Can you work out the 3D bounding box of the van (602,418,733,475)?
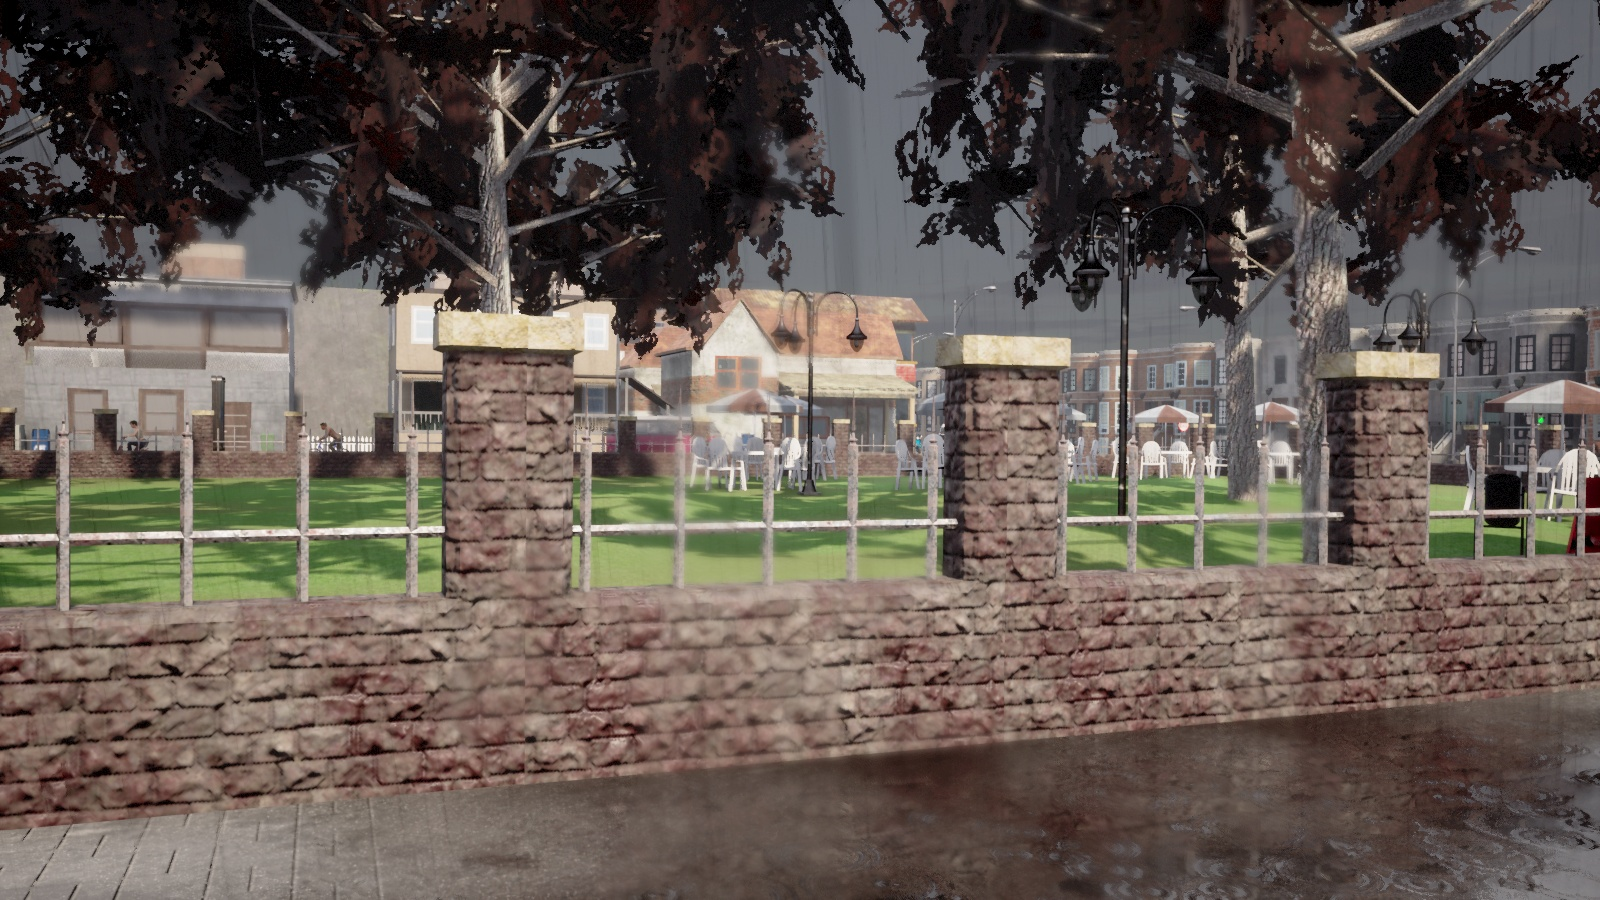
[{"bbox_3d":[-4.871,-0.146,46.044,4.442,1.987,1.775,-1,1,-21],"label":"van"}]
